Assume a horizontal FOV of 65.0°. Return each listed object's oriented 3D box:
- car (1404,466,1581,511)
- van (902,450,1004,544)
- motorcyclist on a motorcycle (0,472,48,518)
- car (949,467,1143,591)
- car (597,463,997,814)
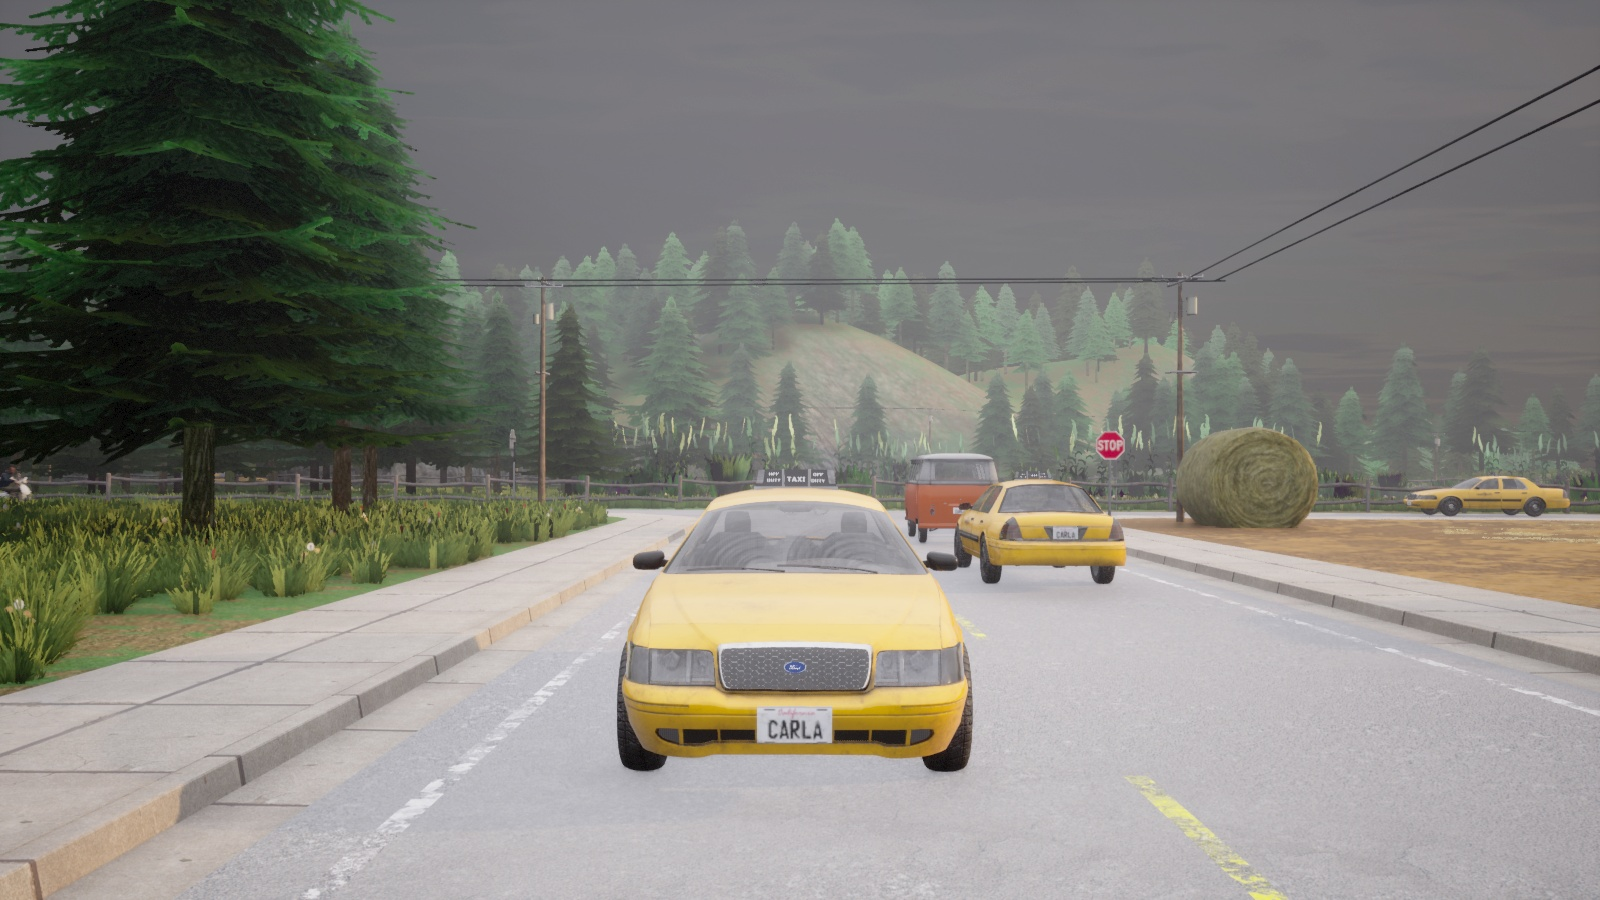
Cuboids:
[{"bbox_3d":[24.997,1.380,45.474,5.366,1.575,1.801,0,-1,3],"label":"car"},{"bbox_3d":[3.424,1.038,28.899,1.775,1.987,4.442,0,-1,0],"label":"van"},{"bbox_3d":[-27.621,1.590,44.179,1.817,1.590,0.866,0,-1,1],"label":"motorcyclist on a motorcycle"},{"bbox_3d":[3.451,1.053,18.681,1.801,1.575,5.366,0,-1,0],"label":"car"},{"bbox_3d":[-0.022,0.894,8.352,1.801,1.575,5.366,0,-1,0],"label":"car"}]
